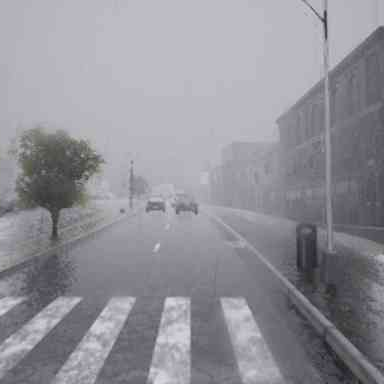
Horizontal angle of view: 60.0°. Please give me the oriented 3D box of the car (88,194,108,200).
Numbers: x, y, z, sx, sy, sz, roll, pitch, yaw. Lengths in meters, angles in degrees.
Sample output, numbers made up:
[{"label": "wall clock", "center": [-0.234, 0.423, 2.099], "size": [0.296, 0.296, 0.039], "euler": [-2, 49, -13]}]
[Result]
[{"label": "car", "center": [-24.405, 1.264, 85.978], "size": [4.674, 1.452, 2.002], "euler": [1, -1, -28]}]

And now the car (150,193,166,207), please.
[{"label": "car", "center": [-4.780, 1.112, 46.598], "size": [2.097, 1.767, 4.553], "euler": [1, 0, -6]}]

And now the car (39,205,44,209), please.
[{"label": "car", "center": [-17.513, 1.171, 33.066], "size": [4.674, 1.452, 2.002], "euler": [0, 0, -24]}]

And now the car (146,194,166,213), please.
[{"label": "car", "center": [-3.709, 1.279, 34.621], "size": [1.882, 1.535, 5.008], "euler": [1, 0, -4]}]

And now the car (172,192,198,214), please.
[{"label": "car", "center": [-0.622, 1.193, 33.513], "size": [2.097, 1.767, 4.553], "euler": [1, 0, -4]}]

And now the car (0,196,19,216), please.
[{"label": "car", "center": [-17.155, 1.199, 27.152], "size": [4.792, 1.488, 2.163], "euler": [0, 1, -23]}]

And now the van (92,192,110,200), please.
[{"label": "van", "center": [-25.157, 1.113, 91.931], "size": [4.442, 1.987, 1.878], "euler": [1, -1, -28]}]

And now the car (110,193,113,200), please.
[{"label": "car", "center": [-24.807, 1.028, 88.949], "size": [5.566, 2.045, 2.435], "euler": [1, -1, -28]}]

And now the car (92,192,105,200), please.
[{"label": "car", "center": [-22.683, 1.072, 74.201], "size": [5.008, 1.535, 2.097], "euler": [0, 0, -28]}]

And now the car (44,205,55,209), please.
[{"label": "car", "center": [-18.034, 0.971, 38.936], "size": [4.553, 1.767, 2.185], "euler": [0, 0, -25]}]

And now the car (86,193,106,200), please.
[{"label": "car", "center": [-24.001, 1.053, 83.024], "size": [4.553, 1.767, 2.185], "euler": [0, -1, -28]}]

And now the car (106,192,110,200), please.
[{"label": "car", "center": [-23.385, 1.134, 80.185], "size": [5.366, 1.575, 1.946], "euler": [0, -1, -28]}]
